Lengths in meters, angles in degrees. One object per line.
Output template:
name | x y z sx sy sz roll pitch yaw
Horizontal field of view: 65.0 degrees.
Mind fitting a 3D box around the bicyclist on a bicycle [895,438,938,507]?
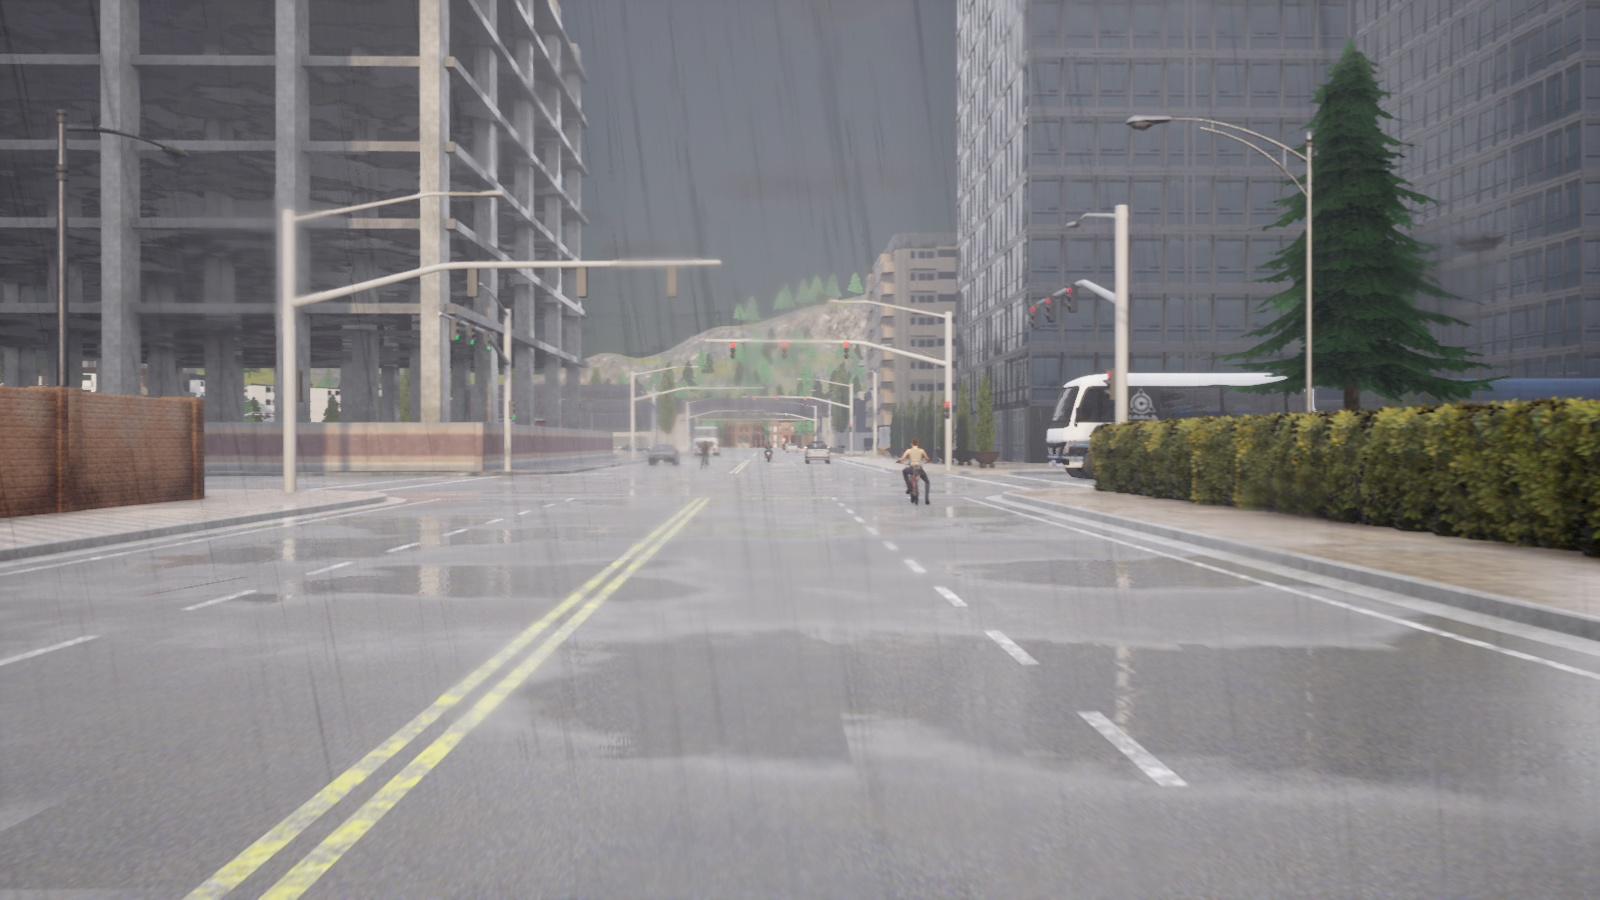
bicyclist on a bicycle | 2.787 0.514 30.110 0.866 1.612 1.509 0 0 -1

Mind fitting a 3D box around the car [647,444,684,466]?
car | -9.019 0.314 84.339 2.033 1.411 5.357 0 0 -1

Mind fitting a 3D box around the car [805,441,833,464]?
car | 1.334 0.134 90.549 1.851 1.617 3.988 0 0 -1

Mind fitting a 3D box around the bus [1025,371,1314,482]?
bus | 14.487 -0.905 49.938 10.273 4.253 3.944 0 0 -2
